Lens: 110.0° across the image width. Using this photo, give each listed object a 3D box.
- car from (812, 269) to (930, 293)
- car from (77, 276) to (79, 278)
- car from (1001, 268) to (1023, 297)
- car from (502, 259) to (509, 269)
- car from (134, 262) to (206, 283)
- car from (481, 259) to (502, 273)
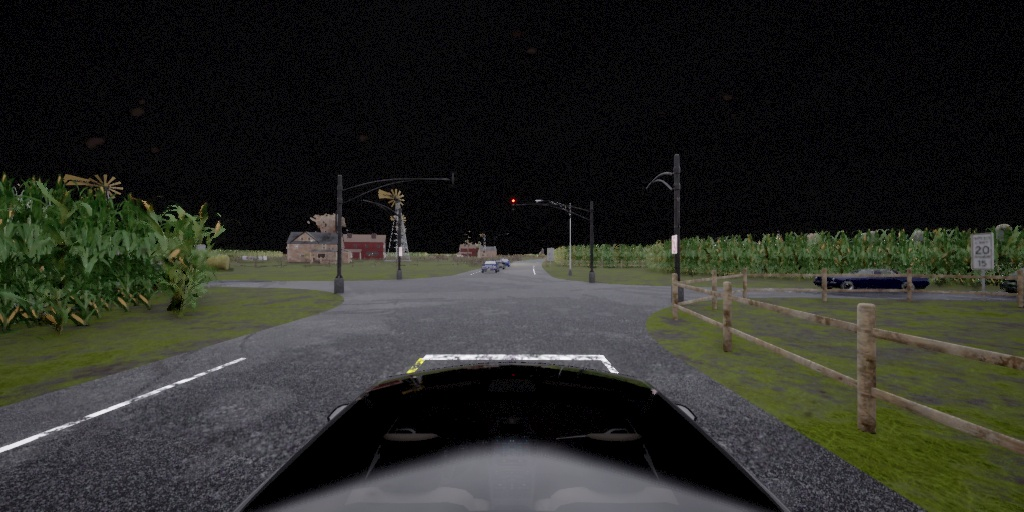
[{"bbox_3d":[20.380,1.401,20.606,4.718,1.301,1.895,0,-1,9],"label":"car"},{"bbox_3d":[-34.006,1.293,26.943,4.718,1.301,1.895,0,-1,9],"label":"car"},{"bbox_3d":[26.531,1.124,16.578,4.553,1.767,2.097,0,-1,10],"label":"car"},{"bbox_3d":[-2.069,1.303,53.944,1.994,1.385,4.181,0,0,5],"label":"car"},{"bbox_3d":[-24.191,1.195,25.293,4.902,1.511,2.128,0,-1,9],"label":"car"},{"bbox_3d":[-2.598,1.271,43.938,1.812,1.442,4.674,0,0,3],"label":"car"}]
